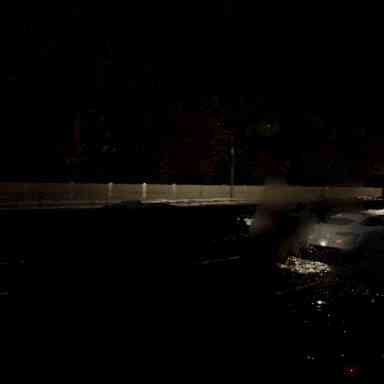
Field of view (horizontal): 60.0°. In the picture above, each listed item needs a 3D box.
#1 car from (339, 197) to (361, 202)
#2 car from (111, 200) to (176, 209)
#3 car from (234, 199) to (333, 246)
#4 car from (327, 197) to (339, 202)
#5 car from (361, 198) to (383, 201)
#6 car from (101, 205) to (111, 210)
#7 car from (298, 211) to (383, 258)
[{"bbox_3d":[25.554,1.536,52.188,4.674,1.442,1.812,0,0,-35],"label":"car"},{"bbox_3d":[-2.795,1.478,23.446,5.008,1.535,1.882,0,0,-35],"label":"car"},{"bbox_3d":[4.184,1.353,15.445,4.553,1.767,2.097,0,0,-35],"label":"car"},{"bbox_3d":[23.399,1.558,54.940,5.357,1.411,2.033,0,0,-35],"label":"car"},{"bbox_3d":[27.615,1.573,49.367,4.181,1.385,1.994,0,0,-35],"label":"car"},{"bbox_3d":[-6.418,1.548,33.718,5.357,1.411,2.033,0,0,-35],"label":"car"},{"bbox_3d":[6.367,1.528,12.702,4.674,1.442,1.812,0,0,-35],"label":"car"}]
